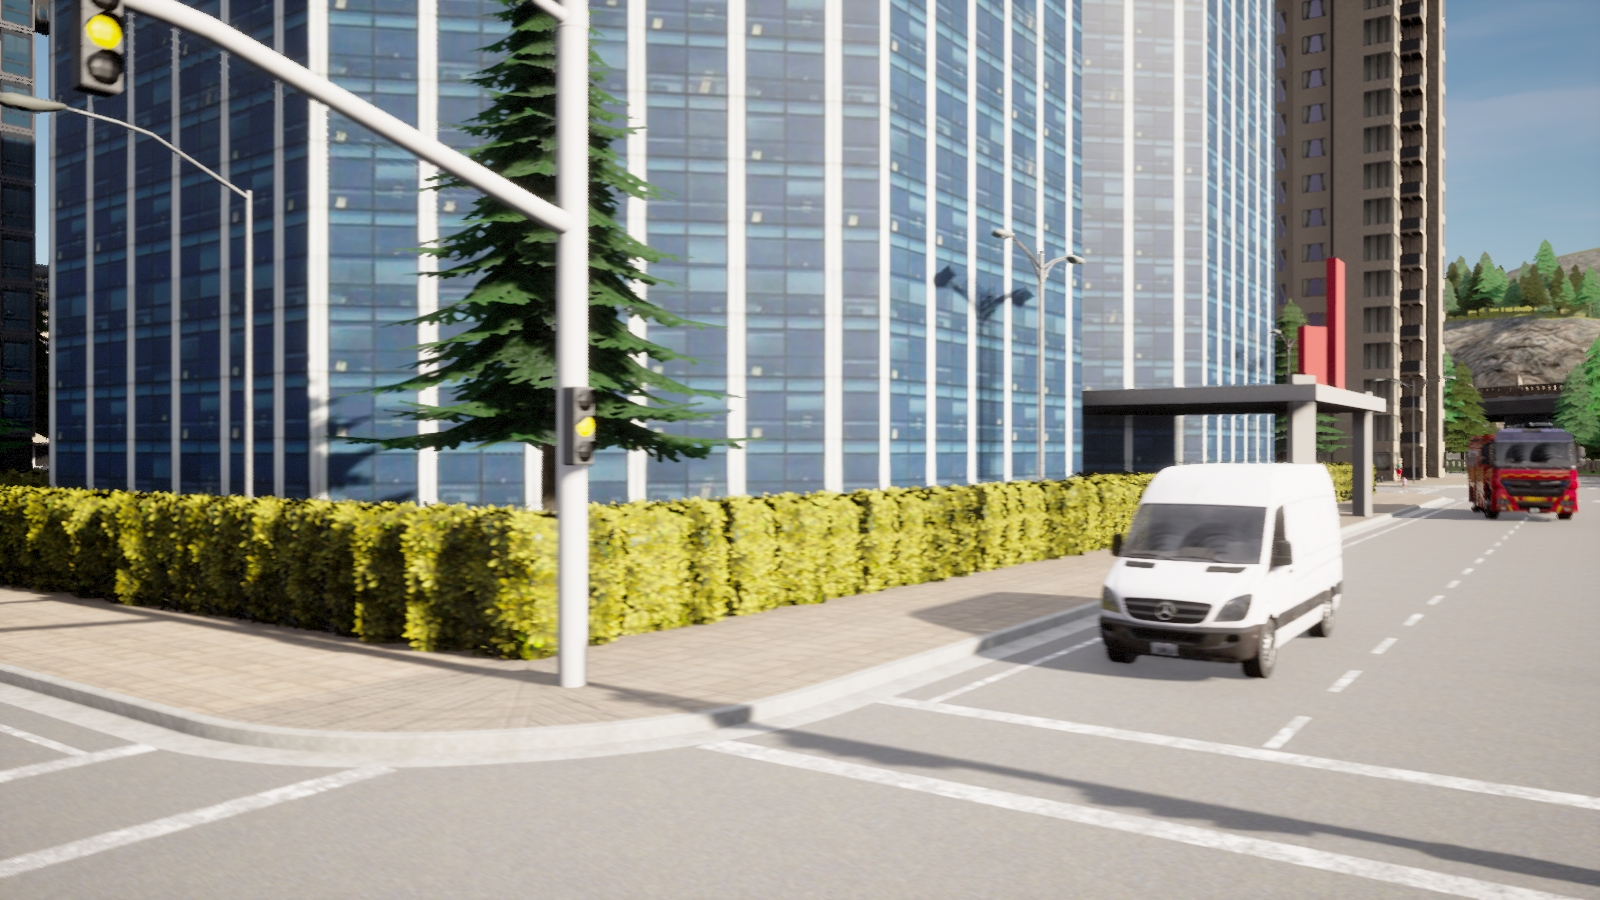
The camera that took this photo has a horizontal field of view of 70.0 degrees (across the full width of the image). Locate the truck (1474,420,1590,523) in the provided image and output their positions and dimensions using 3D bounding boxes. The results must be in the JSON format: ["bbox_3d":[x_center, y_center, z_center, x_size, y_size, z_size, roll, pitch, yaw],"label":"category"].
[{"bbox_3d":[29.661,0.797,46.647,2.891,3.827,8.468,0,0,25],"label":"truck"}]

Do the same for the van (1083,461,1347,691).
[{"bbox_3d":[6.027,1.465,15.998,1.988,2.561,5.915,0,0,35],"label":"van"}]
